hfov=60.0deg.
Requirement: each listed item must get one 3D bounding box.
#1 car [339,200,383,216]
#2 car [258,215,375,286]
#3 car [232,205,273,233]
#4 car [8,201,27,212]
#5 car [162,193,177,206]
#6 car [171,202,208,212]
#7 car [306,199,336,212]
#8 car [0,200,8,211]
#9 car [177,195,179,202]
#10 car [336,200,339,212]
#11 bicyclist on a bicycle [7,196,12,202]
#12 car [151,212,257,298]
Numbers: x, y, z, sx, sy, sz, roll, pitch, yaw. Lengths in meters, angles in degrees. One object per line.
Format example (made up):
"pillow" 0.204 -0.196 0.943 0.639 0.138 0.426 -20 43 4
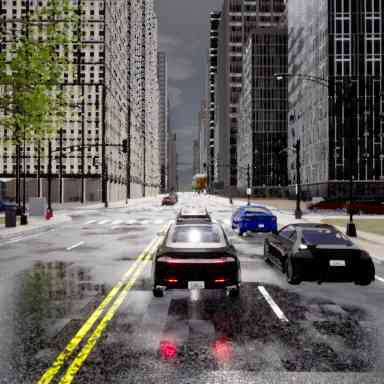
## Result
"car" 16.265 1.476 30.074 4.674 1.442 1.812 0 -1 2
"car" 3.325 1.565 9.475 1.994 1.385 4.181 0 0 2
"car" 3.330 1.479 18.474 1.882 1.535 5.008 0 0 0
"car" -20.266 1.497 34.896 5.357 1.411 2.033 0 -1 4
"car" -3.945 1.458 54.751 1.882 1.535 5.008 0 0 -1
"car" 0.080 1.493 17.957 2.128 1.511 4.902 0 0 0
"car" 16.133 1.619 40.022 4.674 1.442 1.812 0 -1 1
"car" -21.145 1.123 31.639 5.566 2.045 2.150 0 -1 2
"car" -4.087 1.519 64.570 2.033 1.411 5.357 0 0 -1
"car" 17.448 1.524 33.293 4.674 1.442 1.812 0 -1 2
"bicyclist on a bicycle" -25.207 1.398 45.869 0.582 1.620 1.656 0 -1 2
"car" 0.090 1.493 8.532 2.128 1.511 4.902 0 0 0
